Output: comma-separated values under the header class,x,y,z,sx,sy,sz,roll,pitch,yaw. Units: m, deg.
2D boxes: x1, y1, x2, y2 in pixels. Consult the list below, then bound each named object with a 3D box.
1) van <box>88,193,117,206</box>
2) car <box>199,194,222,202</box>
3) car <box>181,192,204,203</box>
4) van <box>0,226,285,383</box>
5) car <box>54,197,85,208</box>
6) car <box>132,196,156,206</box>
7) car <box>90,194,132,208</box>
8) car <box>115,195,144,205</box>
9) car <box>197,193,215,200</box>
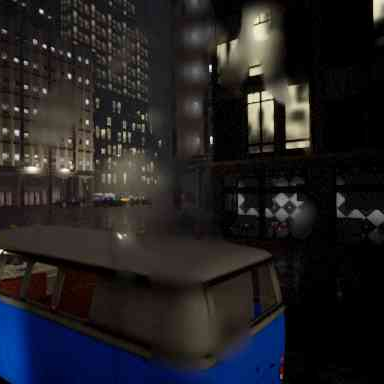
class,x,y,z,sx,sy,sz,roll,pitch,yaw
van,-13.517,1.125,50.473,1.690,1.788,3.998,0,0,36
car,3.258,1.092,59.207,2.008,1.369,4.403,0,0,36
car,-0.074,0.900,54.656,2.192,1.841,5.009,0,0,36
van,-1.020,1.341,3.616,3.998,1.788,1.690,0,-1,35
car,-16.846,1.392,45.922,1.947,1.339,4.313,0,0,36
car,-6.730,1.222,45.557,2.008,1.369,4.403,0,0,36
car,-10.059,1.259,41.007,1.887,1.381,4.507,0,0,36
car,-10.285,1.267,54.888,1.752,1.417,4.829,0,0,36
car,3.137,1.006,73.233,1.967,1.590,4.097,0,0,36
